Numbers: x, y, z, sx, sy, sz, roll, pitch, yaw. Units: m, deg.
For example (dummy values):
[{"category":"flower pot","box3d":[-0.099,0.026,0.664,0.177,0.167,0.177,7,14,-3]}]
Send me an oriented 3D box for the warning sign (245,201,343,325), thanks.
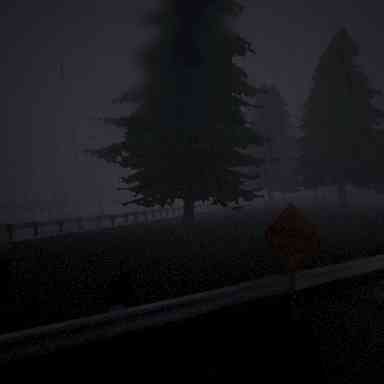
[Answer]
[{"category":"warning sign","box3d":[1.791,1.114,5.935,1.060,1.860,1.300,0,0,-35]}]
